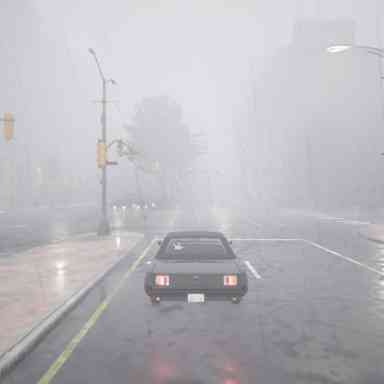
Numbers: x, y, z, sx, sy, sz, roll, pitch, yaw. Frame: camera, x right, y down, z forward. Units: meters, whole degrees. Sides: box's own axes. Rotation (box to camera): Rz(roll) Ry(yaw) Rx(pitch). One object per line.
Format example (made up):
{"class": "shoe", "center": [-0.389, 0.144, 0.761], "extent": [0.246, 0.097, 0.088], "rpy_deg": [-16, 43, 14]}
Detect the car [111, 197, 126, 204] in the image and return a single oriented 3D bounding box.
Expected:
{"class": "car", "center": [-14.740, 1.595, 66.810], "extent": [1.895, 1.301, 4.718], "rpy_deg": [0, 0, 0]}

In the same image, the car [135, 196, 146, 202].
{"class": "car", "center": [-11.489, 1.552, 74.399], "extent": [1.994, 1.385, 4.181], "rpy_deg": [0, 0, 0]}

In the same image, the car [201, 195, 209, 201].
{"class": "car", "center": [3.513, 1.595, 86.971], "extent": [1.895, 1.301, 4.718], "rpy_deg": [0, 0, 0]}

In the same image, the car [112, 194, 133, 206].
{"class": "car", "center": [-11.580, 1.525, 55.103], "extent": [1.812, 1.442, 4.674], "rpy_deg": [0, 0, 0]}

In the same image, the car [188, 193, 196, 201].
{"class": "car", "center": [0.013, 1.540, 85.794], "extent": [2.033, 1.411, 5.357], "rpy_deg": [0, 0, 0]}

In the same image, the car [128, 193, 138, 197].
{"class": "car", "center": [-11.528, 1.221, 64.515], "extent": [2.150, 2.045, 5.566], "rpy_deg": [0, 0, 1]}

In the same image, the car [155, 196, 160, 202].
{"class": "car", "center": [-8.020, 1.564, 65.737], "extent": [1.994, 1.385, 4.181], "rpy_deg": [0, 0, 1]}

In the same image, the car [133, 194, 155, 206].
{"class": "car", "center": [-8.080, 1.547, 56.501], "extent": [2.033, 1.411, 5.357], "rpy_deg": [0, 0, 0]}

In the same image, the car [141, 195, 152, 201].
{"class": "car", "center": [-11.487, 1.525, 84.632], "extent": [2.128, 1.511, 4.902], "rpy_deg": [0, 0, 0]}

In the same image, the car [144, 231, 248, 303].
{"class": "car", "center": [0.076, 1.601, 8.154], "extent": [1.895, 1.301, 4.718], "rpy_deg": [0, 0, 0]}
